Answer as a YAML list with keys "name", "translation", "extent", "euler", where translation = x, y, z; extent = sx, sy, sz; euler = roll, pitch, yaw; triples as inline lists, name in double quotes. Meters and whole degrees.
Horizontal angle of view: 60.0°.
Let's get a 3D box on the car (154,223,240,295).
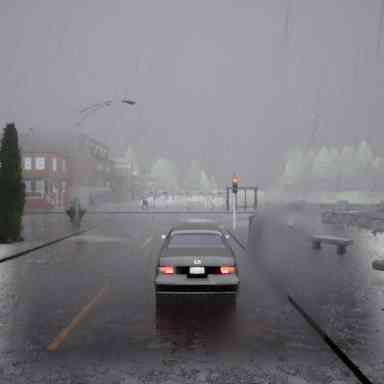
- name: "car"
  translation: [0.099, 1.547, 8.879]
  extent: [2.033, 1.411, 5.357]
  euler: [0, 0, 0]
